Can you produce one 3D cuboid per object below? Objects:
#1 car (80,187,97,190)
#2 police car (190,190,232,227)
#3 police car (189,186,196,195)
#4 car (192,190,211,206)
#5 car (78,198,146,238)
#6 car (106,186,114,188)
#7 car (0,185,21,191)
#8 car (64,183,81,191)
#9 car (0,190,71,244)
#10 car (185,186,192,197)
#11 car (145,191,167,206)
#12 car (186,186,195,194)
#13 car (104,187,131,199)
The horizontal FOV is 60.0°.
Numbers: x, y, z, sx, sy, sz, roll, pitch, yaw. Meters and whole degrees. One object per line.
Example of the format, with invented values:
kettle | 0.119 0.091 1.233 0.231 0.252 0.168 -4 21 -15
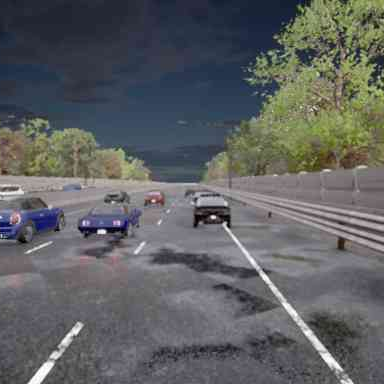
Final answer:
car | -21.263 -0.417 70.023 1.895 1.301 4.718 0 2 0
police car | 0.983 0.900 18.121 1.930 1.638 5.238 0 2 0
police car | 0.945 0.614 28.118 1.930 1.638 5.238 0 2 0
car | 0.923 0.547 34.008 1.812 1.442 4.674 0 2 0
car | -3.455 1.170 14.944 1.895 1.301 4.718 0 2 0
car | -17.772 -0.532 72.289 2.128 1.511 4.902 0 2 0
car | -17.708 0.350 30.671 2.150 2.045 5.566 0 2 -1
car | -24.760 -0.749 69.166 2.150 2.045 5.566 0 2 0
car | -6.952 0.960 13.664 2.097 1.767 4.553 0 2 0
car | -0.198 -0.009 52.870 1.837 1.490 4.892 0 2 0
car | -3.535 0.586 32.723 1.812 1.442 4.674 0 2 0
car | -0.258 -0.490 68.610 1.837 1.490 4.892 0 2 0
car | -7.018 0.599 31.639 1.837 1.490 4.892 0 2 0
